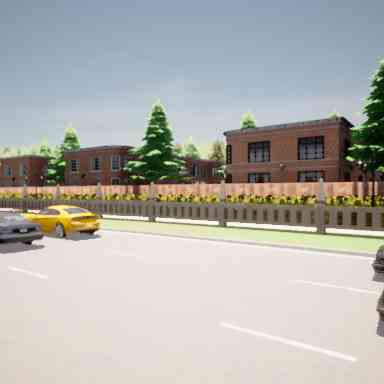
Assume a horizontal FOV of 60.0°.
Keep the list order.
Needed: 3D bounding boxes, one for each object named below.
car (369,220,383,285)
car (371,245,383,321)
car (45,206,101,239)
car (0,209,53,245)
[{"bbox_3d":[7.150,1.548,7.493,5.357,1.411,2.033,0,0,35],"label":"car"},{"bbox_3d":[5.527,1.549,4.355,5.357,1.411,2.033,0,0,35],"label":"car"},{"bbox_3d":[-6.963,1.467,17.512,5.008,1.535,1.882,0,0,35],"label":"car"},{"bbox_3d":[-8.577,1.537,14.365,5.357,1.411,2.033,0,0,35],"label":"car"}]
